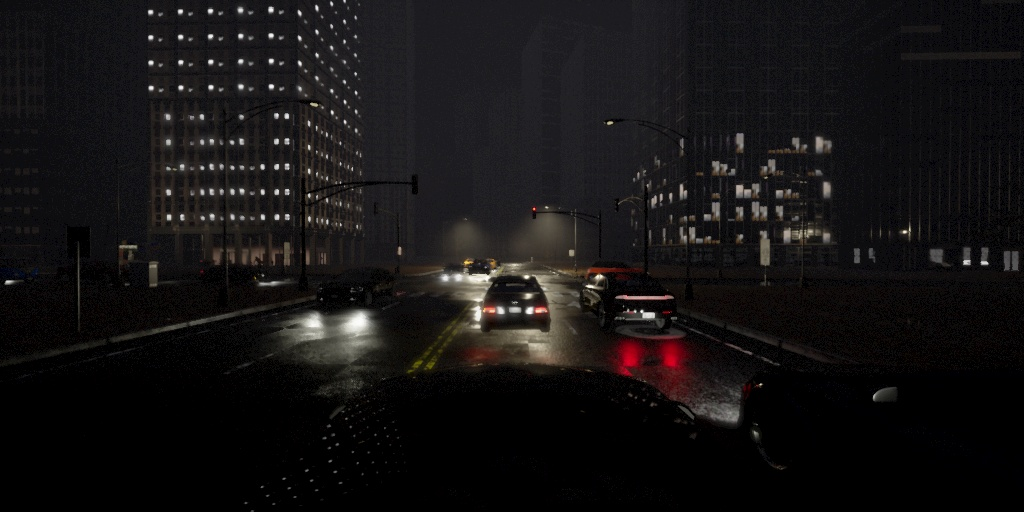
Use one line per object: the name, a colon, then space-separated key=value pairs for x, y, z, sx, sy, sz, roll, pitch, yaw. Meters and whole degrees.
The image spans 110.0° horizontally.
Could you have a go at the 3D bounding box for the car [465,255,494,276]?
car: x=-3.318 y=1.077 z=37.385 sx=2.097 sy=1.767 sz=4.553 roll=0 pitch=0 yaw=0

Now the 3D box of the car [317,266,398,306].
car: x=-6.587 y=1.221 z=15.807 sx=1.882 sy=1.535 sz=5.008 roll=0 pitch=0 yaw=0

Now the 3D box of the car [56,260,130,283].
car: x=-30.059 y=1.093 z=26.201 sx=5.008 sy=1.535 sz=1.882 roll=0 pitch=0 yaw=2

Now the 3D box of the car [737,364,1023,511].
car: x=3.354 y=1.314 z=2.032 sx=1.994 sy=1.385 sz=4.181 roll=0 pitch=0 yaw=0

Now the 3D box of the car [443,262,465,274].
car: x=-6.564 y=1.320 z=41.038 sx=1.895 sy=1.301 sz=4.718 roll=0 pitch=0 yaw=0

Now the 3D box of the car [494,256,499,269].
car: x=-3.301 y=1.176 z=51.795 sx=1.882 sy=1.535 sz=5.008 roll=0 pitch=0 yaw=0

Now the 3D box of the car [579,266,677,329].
car: x=3.354 y=1.238 z=11.188 sx=2.128 sy=1.511 sz=4.902 roll=0 pitch=0 yaw=0

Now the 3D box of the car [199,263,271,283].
car: x=-19.967 y=1.227 z=25.940 sx=4.181 sy=1.385 sz=1.994 roll=0 pitch=0 yaw=1

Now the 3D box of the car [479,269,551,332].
car: x=0.107 y=1.294 z=10.774 sx=2.033 sy=1.411 sz=5.357 roll=0 pitch=0 yaw=1

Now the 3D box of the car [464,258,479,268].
car: x=-6.541 y=1.163 z=58.057 sx=1.882 sy=1.535 sz=5.008 roll=0 pitch=0 yaw=0

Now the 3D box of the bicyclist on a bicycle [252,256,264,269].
bicyclist on a bicycle: x=-24.675 y=0.867 z=34.798 sx=0.582 sy=1.620 sz=1.656 roll=0 pitch=1 yaw=1

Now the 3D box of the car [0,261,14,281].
car: x=-40.300 y=1.092 z=26.484 sx=4.674 sy=1.442 sz=1.812 roll=0 pitch=0 yaw=2

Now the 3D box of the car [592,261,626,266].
car: x=7.644 y=1.138 z=25.888 sx=4.553 sy=1.767 sz=2.097 roll=0 pitch=0 yaw=13

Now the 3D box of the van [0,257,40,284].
van: x=-33.915 y=0.959 z=23.716 sx=3.998 sy=1.789 sz=1.690 roll=0 pitch=0 yaw=1
